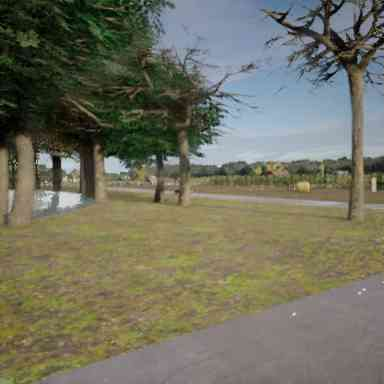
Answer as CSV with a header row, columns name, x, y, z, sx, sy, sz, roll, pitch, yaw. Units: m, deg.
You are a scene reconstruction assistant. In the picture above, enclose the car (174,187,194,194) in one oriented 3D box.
name,x,y,z,sx,sy,sz,roll,pitch,yaw
car,-1.543,-0.314,62.125,1.812,1.442,4.674,-3,4,-36
